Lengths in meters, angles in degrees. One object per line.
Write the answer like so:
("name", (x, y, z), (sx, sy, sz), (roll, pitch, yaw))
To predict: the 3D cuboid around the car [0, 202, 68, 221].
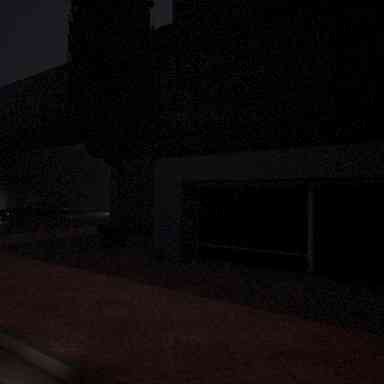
("car", (-13.096, 1.547, 27.632), (2.033, 1.411, 5.357), (0, 0, 36))
